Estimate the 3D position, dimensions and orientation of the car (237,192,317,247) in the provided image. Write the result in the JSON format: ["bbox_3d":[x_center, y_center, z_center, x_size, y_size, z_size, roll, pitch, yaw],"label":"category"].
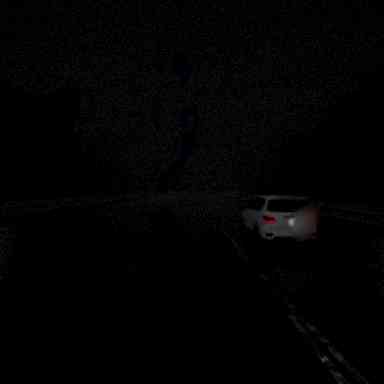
[{"bbox_3d":[3.547,1.118,14.499,2.150,2.045,5.566,0,0,0],"label":"car"}]
